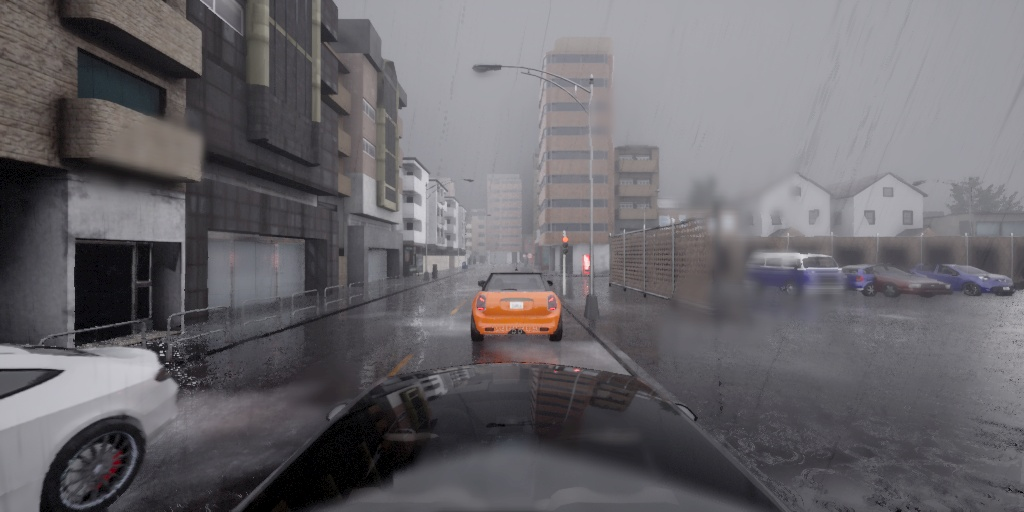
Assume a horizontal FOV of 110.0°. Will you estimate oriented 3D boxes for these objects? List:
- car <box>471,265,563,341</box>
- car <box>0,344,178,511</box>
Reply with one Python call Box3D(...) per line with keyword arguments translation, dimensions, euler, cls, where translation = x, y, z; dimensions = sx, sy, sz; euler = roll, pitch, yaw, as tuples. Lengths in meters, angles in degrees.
Box3D(translation=(0.102, 1.102, 10.009), dimensions=(2.097, 1.767, 4.553), euler=(0, 0, 0), cls="car")
Box3D(translation=(-4.095, 1.276, 1.513), dimensions=(1.812, 1.442, 4.674), euler=(0, 0, 0), cls="car")
